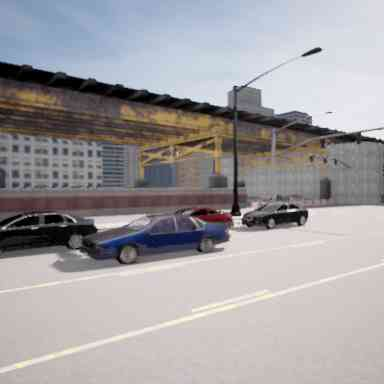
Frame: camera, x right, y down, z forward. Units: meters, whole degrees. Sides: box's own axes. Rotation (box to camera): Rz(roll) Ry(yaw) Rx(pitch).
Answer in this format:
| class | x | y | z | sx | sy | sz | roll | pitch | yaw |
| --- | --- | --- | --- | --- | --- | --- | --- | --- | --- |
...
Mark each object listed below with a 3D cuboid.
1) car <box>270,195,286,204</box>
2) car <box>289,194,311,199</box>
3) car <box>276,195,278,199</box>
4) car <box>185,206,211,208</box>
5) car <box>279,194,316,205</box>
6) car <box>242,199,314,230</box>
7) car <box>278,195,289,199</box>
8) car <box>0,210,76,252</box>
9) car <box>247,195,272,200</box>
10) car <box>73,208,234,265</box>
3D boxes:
| class | x | y | z | sx | sy | sz | roll | pitch | yaw |
| --- | --- | --- | --- | --- | --- | --- | --- | --- | --- |
| car | 12.261 | 1.023 | 47.285 | 1.853 | 1.218 | 4.536 | 0 | 0 | 18 |
| car | 16.103 | 0.984 | 50.990 | 4.536 | 1.218 | 1.853 | 0 | 0 | -7 |
| car | 8.502 | 1.214 | 44.550 | 4.974 | 1.542 | 2.038 | 0 | 0 | 8 |
| car | 0.053 | 1.466 | 16.809 | 4.674 | 1.442 | 1.812 | -1 | 0 | -36 |
| car | 16.155 | 1.141 | 50.997 | 4.974 | 1.542 | 2.038 | 0 | 0 | -7 |
| car | 5.211 | 1.388 | 20.492 | 4.892 | 1.490 | 1.837 | -1 | 0 | -35 |
| car | 12.246 | 1.180 | 47.236 | 2.038 | 1.542 | 4.974 | 0 | 0 | 18 |
| car | -6.047 | 1.488 | 12.536 | 4.892 | 1.490 | 1.837 | -1 | 0 | -35 |
| car | 8.450 | 1.057 | 44.556 | 4.536 | 1.218 | 1.853 | 0 | 0 | 8 |
| car | -1.084 | 1.505 | 11.755 | 5.357 | 1.411 | 2.033 | 0 | 0 | -35 |
